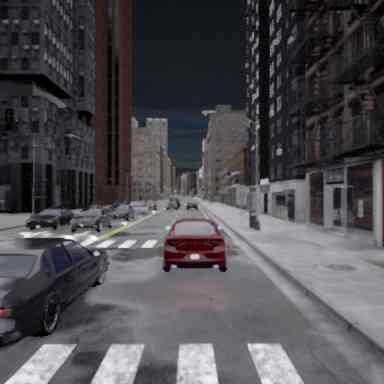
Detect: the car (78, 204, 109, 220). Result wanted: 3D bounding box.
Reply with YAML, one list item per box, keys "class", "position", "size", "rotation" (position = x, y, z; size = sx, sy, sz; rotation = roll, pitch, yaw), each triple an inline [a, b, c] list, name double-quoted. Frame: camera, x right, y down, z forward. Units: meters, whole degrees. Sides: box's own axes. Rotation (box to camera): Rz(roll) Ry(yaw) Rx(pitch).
- class: "car"
  position: [-9.869, 1.975, 33.839]
  size: [1.812, 1.442, 4.674]
  rotation: [0, -1, 0]

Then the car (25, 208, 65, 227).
- class: "car"
  position: [-9.875, 1.867, 23.999]
  size: [2.033, 1.411, 5.357]
  rotation: [0, -1, 0]

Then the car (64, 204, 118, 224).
- class: "car"
  position: [-6.623, 1.802, 22.426]
  size: [1.837, 1.490, 4.892]
  rotation: [0, -1, 0]

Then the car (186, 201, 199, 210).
- class: "car"
  position: [0.042, 2.210, 53.478]
  size: [1.837, 1.490, 4.892]
  rotation: [0, -1, 0]

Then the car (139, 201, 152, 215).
- class: "car"
  position: [-6.634, 2.156, 41.866]
  size: [1.895, 1.301, 4.718]
  rotation: [0, -1, 0]

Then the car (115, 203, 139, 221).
- class: "car"
  position: [-6.632, 1.927, 31.839]
  size: [1.837, 1.490, 4.892]
  rotation: [0, -1, 0]

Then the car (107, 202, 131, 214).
- class: "car"
  position: [-9.876, 2.152, 45.559]
  size: [2.033, 1.411, 5.357]
  rotation: [0, -1, 0]

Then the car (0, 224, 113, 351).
- class: "car"
  position: [-3.155, 1.637, 6.726]
  size: [2.033, 1.411, 5.357]
  rotation: [0, -1, 0]

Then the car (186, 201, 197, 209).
- class: "car"
  position: [-0.069, 2.389, 63.855]
  size: [2.033, 1.411, 5.357]
  rotation: [0, -1, 0]

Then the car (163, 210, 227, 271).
- class: "car"
  position: [0.083, 1.629, 11.499]
  size: [1.882, 1.535, 5.008]
  rotation: [0, -1, 0]

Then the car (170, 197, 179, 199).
- class: "car"
  position: [-3.316, 2.074, 64.696]
  size: [2.150, 2.045, 5.566]
  rotation: [0, -1, 0]

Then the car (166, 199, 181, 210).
- class: "car"
  position: [-3.210, 2.322, 54.619]
  size: [1.895, 1.301, 4.718]
  rotation: [0, -1, 0]

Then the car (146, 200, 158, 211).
- class: "car"
  position: [-6.604, 2.041, 52.031]
  size: [2.097, 1.767, 4.553]
  rotation: [0, -1, 0]
